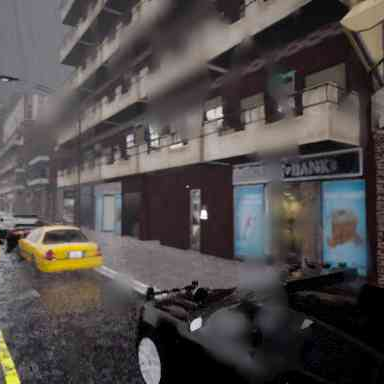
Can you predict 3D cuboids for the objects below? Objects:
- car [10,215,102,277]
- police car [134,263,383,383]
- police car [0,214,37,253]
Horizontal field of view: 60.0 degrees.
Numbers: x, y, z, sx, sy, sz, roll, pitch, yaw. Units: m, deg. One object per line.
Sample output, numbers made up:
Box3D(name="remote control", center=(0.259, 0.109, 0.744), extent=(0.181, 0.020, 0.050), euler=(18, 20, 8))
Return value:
Box3D(name="car", center=(-4.777, 1.802, 11.496), extent=(1.801, 1.575, 5.366), euler=(2, -2, -36))
Box3D(name="police car", center=(1.109, 1.564, 3.313), extent=(1.930, 1.638, 5.238), euler=(2, -2, -36))
Box3D(name="police car", center=(-8.232, 1.900, 16.303), extent=(1.930, 1.638, 5.238), euler=(2, -3, -36))
